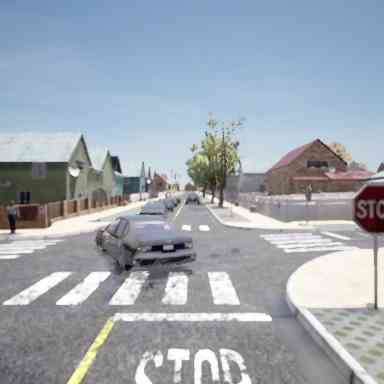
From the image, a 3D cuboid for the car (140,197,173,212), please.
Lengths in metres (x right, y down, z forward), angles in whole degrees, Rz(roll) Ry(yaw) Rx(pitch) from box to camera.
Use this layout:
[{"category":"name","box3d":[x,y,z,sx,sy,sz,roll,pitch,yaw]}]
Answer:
[{"category":"car","box3d":[-2.815,1.366,25.435,2.033,1.411,5.357,0,0,-1]}]

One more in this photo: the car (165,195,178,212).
[{"category":"car","box3d":[-2.846,1.316,34.705,1.994,1.385,4.181,0,0,0]}]

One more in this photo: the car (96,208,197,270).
[{"category":"car","box3d":[-1.756,1.471,10.885,2.033,1.411,5.357,0,0,-27]}]

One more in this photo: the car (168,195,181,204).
[{"category":"car","box3d":[-2.807,1.208,54.173,1.895,1.301,4.718,0,0,0]}]

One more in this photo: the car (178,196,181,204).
[{"category":"car","box3d":[-2.837,1.174,44.171,2.128,1.511,4.902,0,0,0]}]

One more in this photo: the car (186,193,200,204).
[{"category":"car","box3d":[0.104,0.976,51.930,2.097,1.767,4.553,0,0,0]}]

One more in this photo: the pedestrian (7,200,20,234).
[{"category":"pedestrian","box3d":[-9.690,1.331,17.977,0.375,1.860,0.375,0,1,0]}]
